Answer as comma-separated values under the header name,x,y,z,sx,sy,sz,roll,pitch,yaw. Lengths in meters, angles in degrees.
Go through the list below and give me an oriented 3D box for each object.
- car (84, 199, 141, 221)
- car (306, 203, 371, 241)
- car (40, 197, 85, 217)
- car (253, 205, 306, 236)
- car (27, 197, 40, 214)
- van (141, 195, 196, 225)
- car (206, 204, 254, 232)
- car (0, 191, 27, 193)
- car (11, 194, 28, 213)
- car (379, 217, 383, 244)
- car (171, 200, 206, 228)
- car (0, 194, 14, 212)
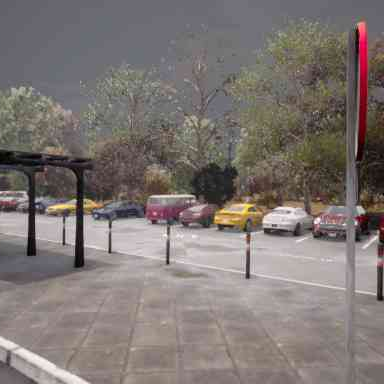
name,x,y,z,sx,sy,sz,roll,pitch,yaw
car,-5.790,1.405,26.822,2.163,1.488,4.792,1,0,35
car,7.806,1.402,17.203,2.185,1.767,4.553,1,0,35
car,-10.401,1.323,29.918,1.946,1.575,5.366,1,0,36
car,5.525,1.542,18.787,2.002,1.452,4.674,1,0,35
car,-12.536,1.331,31.704,2.163,1.488,4.792,1,0,35
van,-1.184,1.200,23.717,1.878,1.987,4.442,1,0,35
car,3.264,1.476,20.396,2.097,1.535,5.008,1,0,35
car,-21.607,0.950,38.101,2.435,2.045,5.566,1,0,36
car,-14.808,1.277,33.296,2.231,1.521,4.892,1,0,35
car,10.050,1.553,15.571,2.097,1.535,5.008,1,0,35
car,1.003,1.491,22.010,2.002,1.452,4.674,1,0,36
car,-17.069,1.251,34.907,2.097,1.535,5.008,1,0,35
